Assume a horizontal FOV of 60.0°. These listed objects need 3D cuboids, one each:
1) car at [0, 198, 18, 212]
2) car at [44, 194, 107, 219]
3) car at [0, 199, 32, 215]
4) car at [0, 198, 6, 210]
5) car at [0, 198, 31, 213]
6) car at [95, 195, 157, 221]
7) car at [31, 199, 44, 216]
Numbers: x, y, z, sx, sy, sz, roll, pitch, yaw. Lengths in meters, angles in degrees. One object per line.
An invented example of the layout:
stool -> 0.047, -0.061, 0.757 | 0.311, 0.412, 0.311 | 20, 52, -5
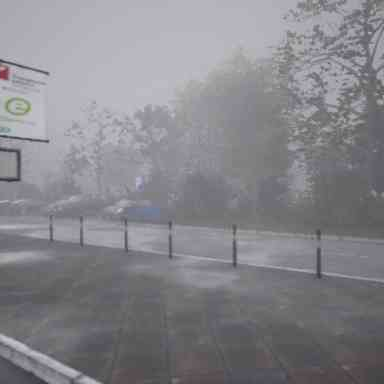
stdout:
car -> -23.412, 1.529, 39.057 | 2.163, 1.488, 4.792 | 0, 0, 35
car -> -9.598, 1.217, 29.464 | 2.435, 2.045, 5.566 | 0, 0, 35
car -> -16.457, 1.488, 34.220 | 2.231, 1.521, 4.892 | 0, 0, 35
car -> -25.852, 1.504, 40.711 | 2.097, 1.535, 5.008 | 0, 0, 35
car -> -21.106, 1.495, 37.426 | 2.097, 1.535, 5.008 | 0, 0, 35
car -> -4.860, 1.318, 26.153 | 2.185, 1.767, 4.553 | 1, 0, 35
car -> -11.801, 1.477, 31.025 | 2.231, 1.521, 4.892 | 0, 0, 35
